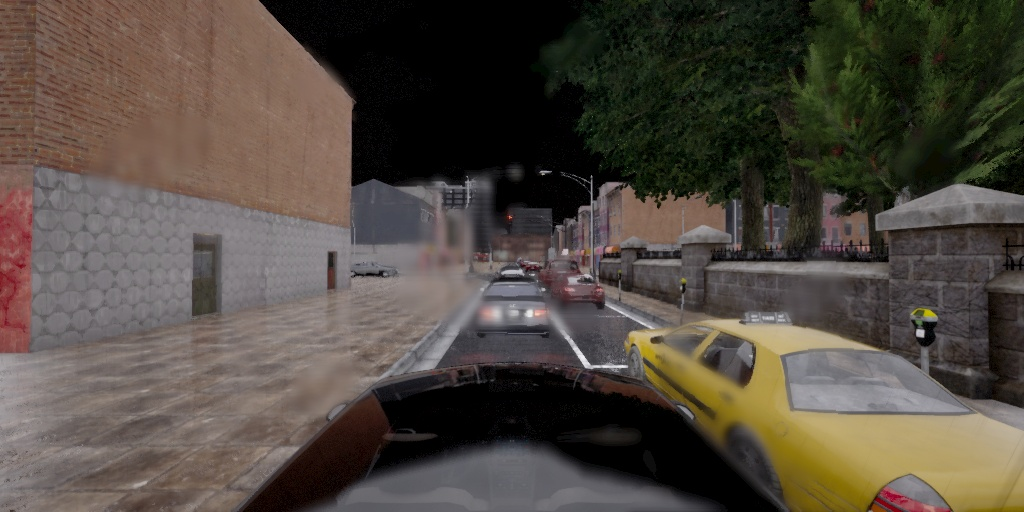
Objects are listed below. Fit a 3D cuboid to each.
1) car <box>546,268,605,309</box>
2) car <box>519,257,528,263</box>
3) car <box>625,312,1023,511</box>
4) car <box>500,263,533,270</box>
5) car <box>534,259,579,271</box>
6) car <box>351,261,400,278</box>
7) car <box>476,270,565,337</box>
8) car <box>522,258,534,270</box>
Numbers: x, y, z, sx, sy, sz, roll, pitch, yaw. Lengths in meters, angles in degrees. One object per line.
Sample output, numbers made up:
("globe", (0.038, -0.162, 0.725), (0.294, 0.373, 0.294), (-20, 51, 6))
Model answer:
("car", (2.633, 1.338, 14.734), (1.802, 1.307, 4.207), (0, 0, 0))
("car", (2.604, 1.403, 62.923), (1.888, 1.381, 4.507), (0, 0, 0))
("car", (2.639, 1.276, 4.005), (1.751, 1.417, 4.829), (0, 0, 0))
("car", (0.015, 1.287, 19.963), (1.812, 1.442, 4.674), (0, 0, 1))
("car", (2.630, 1.076, 20.183), (2.192, 1.841, 5.009), (0, 0, 0))
("car", (-12.410, 1.233, 31.744), (4.902, 1.511, 2.128), (0, -1, 0))
("car", (0.063, 1.300, 10.252), (2.033, 1.411, 5.357), (0, 0, 0))
("car", (2.614, 1.356, 46.612), (1.888, 1.381, 4.507), (0, 0, 0))
